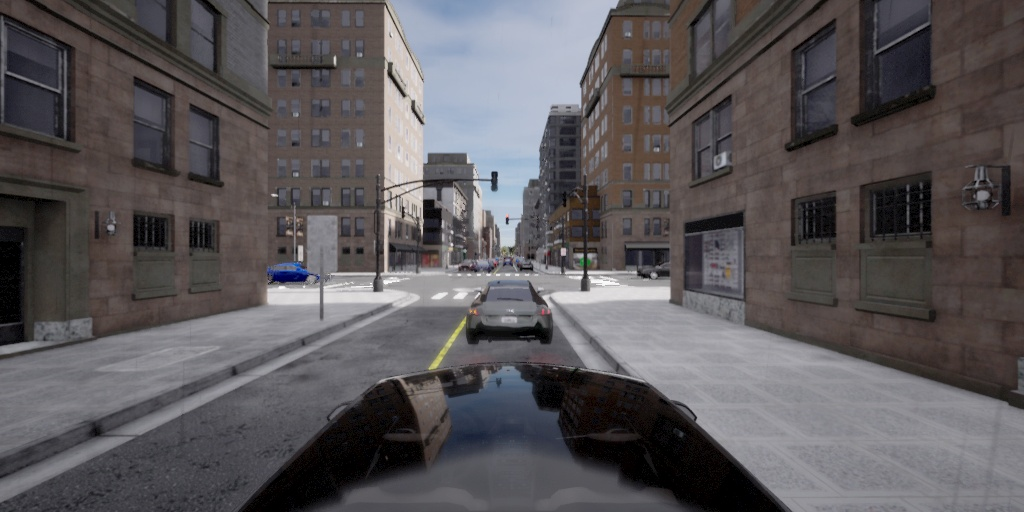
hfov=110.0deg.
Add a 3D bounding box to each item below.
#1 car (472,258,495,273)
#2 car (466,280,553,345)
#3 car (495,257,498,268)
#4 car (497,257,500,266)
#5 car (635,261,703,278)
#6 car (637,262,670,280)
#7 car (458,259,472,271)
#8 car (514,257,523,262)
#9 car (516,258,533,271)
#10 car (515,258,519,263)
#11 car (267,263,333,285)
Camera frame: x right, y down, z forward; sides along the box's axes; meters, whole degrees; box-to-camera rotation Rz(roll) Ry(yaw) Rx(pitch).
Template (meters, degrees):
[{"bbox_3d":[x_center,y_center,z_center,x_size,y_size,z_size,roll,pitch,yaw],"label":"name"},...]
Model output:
[{"bbox_3d":[-3.546,1.294,44.588,1.812,1.442,4.674,0,0,1],"label":"car"},{"bbox_3d":[-0.065,1.311,9.532,1.994,1.385,4.181,0,0,0],"label":"car"},{"bbox_3d":[-3.591,1.329,54.268,2.033,1.411,5.357,0,0,0],"label":"car"},{"bbox_3d":[-3.634,1.274,64.220,1.882,1.535,5.008,0,0,0],"label":"car"},{"bbox_3d":[14.481,1.232,33.238,5.357,1.411,2.033,0,0,-1],"label":"car"},{"bbox_3d":[12.956,1.190,29.967,4.892,1.490,1.837,0,0,-1],"label":"car"},{"bbox_3d":[-6.094,1.213,48.543,1.967,1.591,4.097,0,0,0],"label":"car"},{"bbox_3d":[1.807,1.364,65.135,1.948,1.339,4.313,0,0,0],"label":"car"},{"bbox_3d":[1.931,1.339,48.602,1.948,1.339,4.313,0,0,0],"label":"car"},{"bbox_3d":[1.848,1.371,59.625,1.802,1.307,4.207,0,0,0],"label":"car"},{"bbox_3d":[-15.796,1.272,26.190,5.008,1.535,1.882,-1,0,-2],"label":"car"}]
